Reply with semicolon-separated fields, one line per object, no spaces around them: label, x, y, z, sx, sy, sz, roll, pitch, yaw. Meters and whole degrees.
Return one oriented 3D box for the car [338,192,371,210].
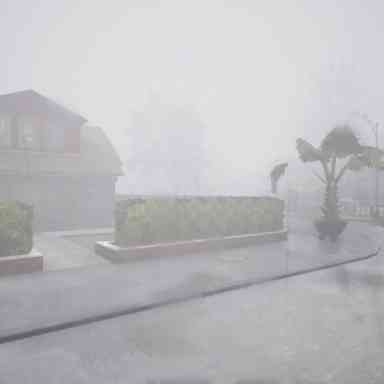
car;17.375;0.985;36.182;3.866;1.878;1.905;0;0;0
